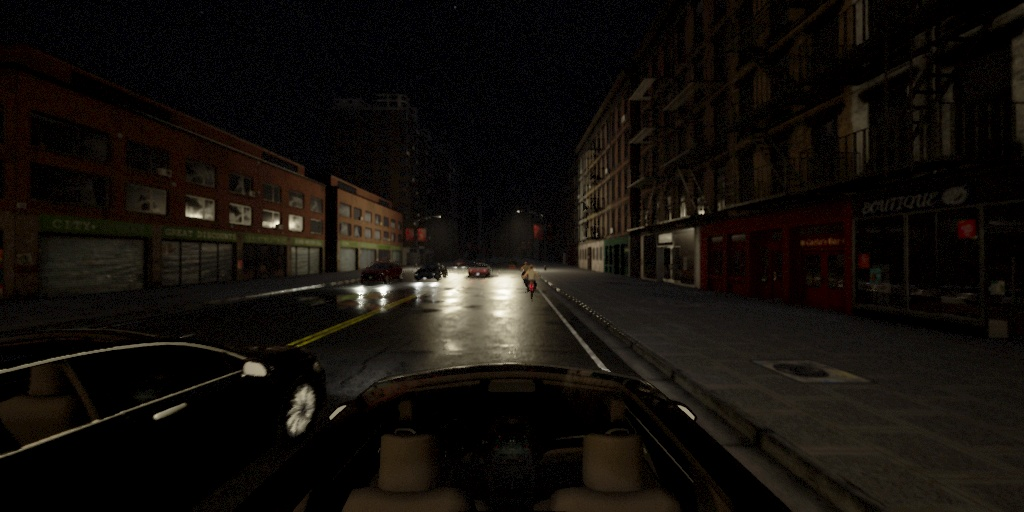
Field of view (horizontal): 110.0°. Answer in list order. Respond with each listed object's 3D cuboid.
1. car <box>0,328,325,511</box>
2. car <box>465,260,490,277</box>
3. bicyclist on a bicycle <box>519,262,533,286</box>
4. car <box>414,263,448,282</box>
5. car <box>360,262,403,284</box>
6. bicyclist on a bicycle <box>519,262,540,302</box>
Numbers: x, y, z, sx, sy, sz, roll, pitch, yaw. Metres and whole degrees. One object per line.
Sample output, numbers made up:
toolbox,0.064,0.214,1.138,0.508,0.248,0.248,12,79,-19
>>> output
car,-3.150,1.254,2.354,1.837,1.490,4.892,0,0,0
car,-3.155,1.357,35.233,1.895,1.301,4.718,0,0,0
bicyclist on a bicycle,0.919,1.194,24.381,0.866,1.612,1.509,0,0,0
car,-6.603,1.305,29.768,2.033,1.411,5.357,0,0,0
car,-9.855,1.235,27.431,1.882,1.535,5.008,0,0,0
bicyclist on a bicycle,0.857,1.193,16.106,0.866,1.612,1.509,0,0,0
